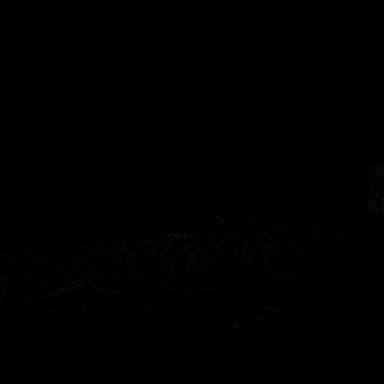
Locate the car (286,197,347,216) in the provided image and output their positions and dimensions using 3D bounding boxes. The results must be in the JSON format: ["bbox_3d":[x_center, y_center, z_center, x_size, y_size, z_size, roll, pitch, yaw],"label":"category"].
[{"bbox_3d":[12.840,1.517,34.591,2.192,1.841,5.009,-1,0,-36],"label":"car"}]

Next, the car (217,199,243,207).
[{"bbox_3d":[6.567,1.872,58.037,1.887,1.381,4.507,-1,0,-36],"label":"car"}]

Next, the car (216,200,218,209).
[{"bbox_3d":[2.938,1.915,48.454,2.008,1.369,4.403,-1,0,-36],"label":"car"}]

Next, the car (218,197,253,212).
[{"bbox_3d":[6.235,1.627,43.832,2.192,1.841,5.009,-1,0,-36],"label":"car"}]

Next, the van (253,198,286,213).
[{"bbox_3d":[9.538,1.599,39.212,1.690,1.788,3.998,-1,0,-36],"label":"van"}]

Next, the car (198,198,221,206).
[{"bbox_3d":[3.265,1.929,62.658,2.008,1.369,4.403,-1,0,-36],"label":"car"}]

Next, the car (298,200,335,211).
[{"bbox_3d":[16.474,1.736,44.176,1.947,1.339,4.313,-1,0,-36],"label":"car"}]

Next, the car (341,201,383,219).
[{"bbox_3d":[16.148,1.726,29.970,1.802,1.307,4.206,-1,0,-36],"label":"car"}]

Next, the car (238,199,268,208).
[{"bbox_3d":[9.770,1.803,53.556,1.752,1.417,4.829,-1,0,-36],"label":"car"}]

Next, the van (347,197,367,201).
[{"bbox_3d":[19.771,1.455,39.555,1.690,1.788,3.998,-1,0,-36],"label":"van"}]
